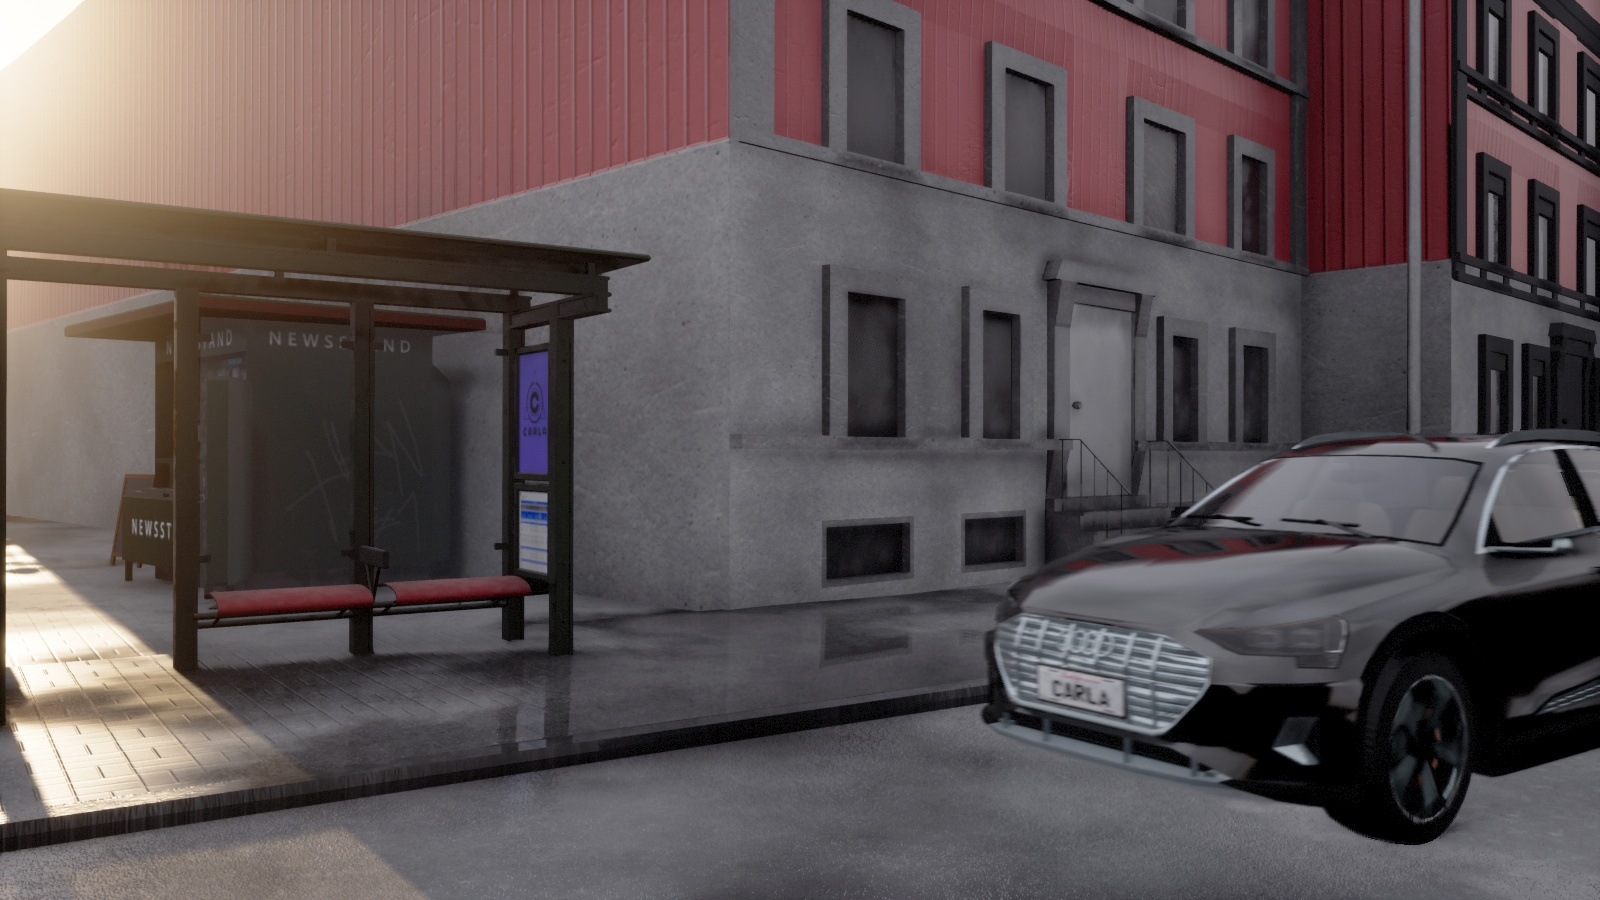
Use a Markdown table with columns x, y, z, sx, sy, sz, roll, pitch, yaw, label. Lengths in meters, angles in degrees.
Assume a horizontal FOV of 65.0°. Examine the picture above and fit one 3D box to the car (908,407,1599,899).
| x | y | z | sx | sy | sz | roll | pitch | yaw | label |
| --- | --- | --- | --- | --- | --- | --- | --- | --- | --- |
| 3.081 | 0.684 | 6.413 | 4.856 | 1.649 | 2.033 | 0 | 0 | -35 | car |
